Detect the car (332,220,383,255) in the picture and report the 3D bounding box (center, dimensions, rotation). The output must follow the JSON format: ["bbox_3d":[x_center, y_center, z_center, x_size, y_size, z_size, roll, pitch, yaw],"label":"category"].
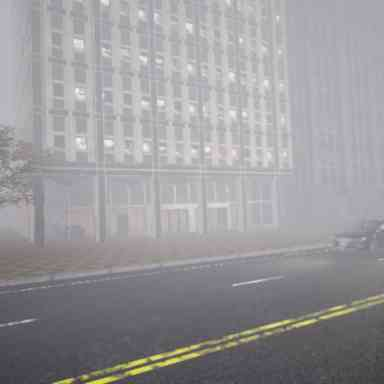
[{"bbox_3d":[9.016,2.138,16.477,4.902,1.511,2.128,0,-4,-31],"label":"car"}]
